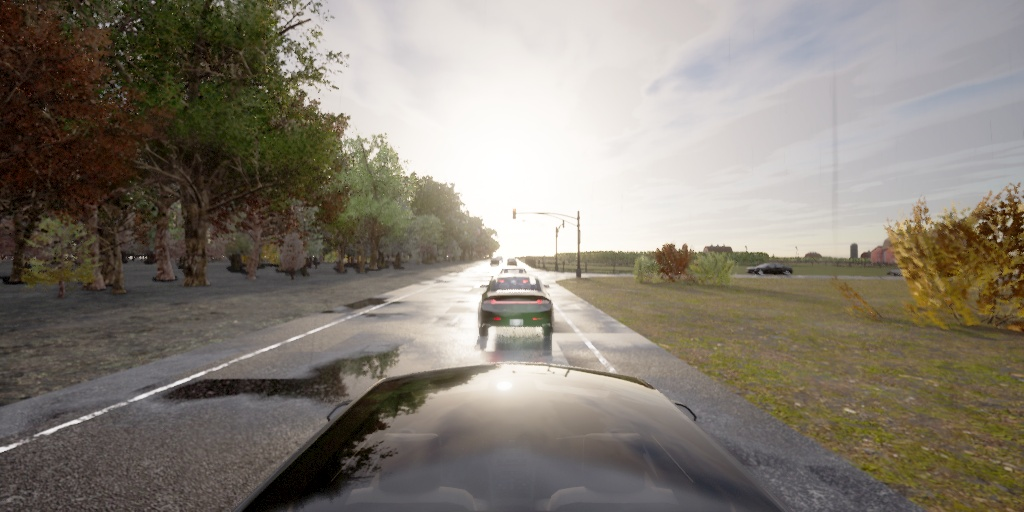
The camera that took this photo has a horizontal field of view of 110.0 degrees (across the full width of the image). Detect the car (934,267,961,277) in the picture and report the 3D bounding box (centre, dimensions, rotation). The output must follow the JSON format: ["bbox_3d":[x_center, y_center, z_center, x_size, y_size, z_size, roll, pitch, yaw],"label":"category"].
[{"bbox_3d":[48.856,1.870,39.254,4.718,1.301,1.895,1,-1,1],"label":"car"}]

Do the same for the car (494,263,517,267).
[{"bbox_3d":[0.076,1.296,20.020,2.033,1.411,5.357,0,0,0],"label":"car"}]

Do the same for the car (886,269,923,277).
[{"bbox_3d":[48.212,1.868,42.826,5.357,1.411,2.033,1,-1,1],"label":"car"}]

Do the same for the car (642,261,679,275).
[{"bbox_3d":[17.679,1.340,43.011,4.553,1.767,2.097,1,-1,1],"label":"car"}]

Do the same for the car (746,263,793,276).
[{"bbox_3d":[30.733,1.608,42.930,5.008,1.535,1.882,1,-1,0],"label":"car"}]

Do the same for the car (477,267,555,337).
[{"bbox_3d":[0.090,1.241,10.280,2.128,1.511,4.902,0,0,0],"label":"car"}]
